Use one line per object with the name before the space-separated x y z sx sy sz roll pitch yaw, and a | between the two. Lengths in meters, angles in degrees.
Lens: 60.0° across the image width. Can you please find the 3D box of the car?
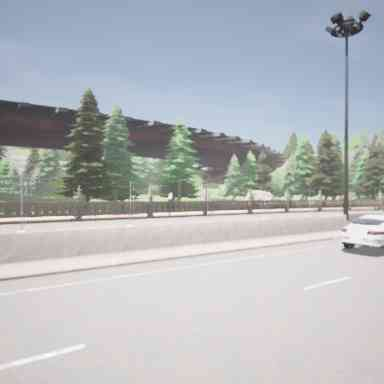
car | 8.066 1.662 13.915 4.674 1.442 1.812 0 0 -35
